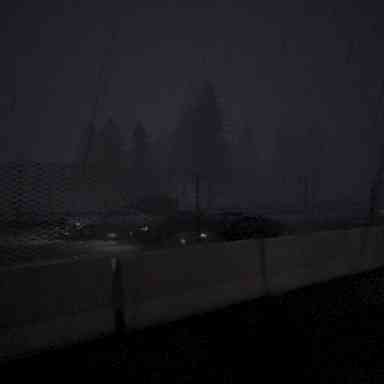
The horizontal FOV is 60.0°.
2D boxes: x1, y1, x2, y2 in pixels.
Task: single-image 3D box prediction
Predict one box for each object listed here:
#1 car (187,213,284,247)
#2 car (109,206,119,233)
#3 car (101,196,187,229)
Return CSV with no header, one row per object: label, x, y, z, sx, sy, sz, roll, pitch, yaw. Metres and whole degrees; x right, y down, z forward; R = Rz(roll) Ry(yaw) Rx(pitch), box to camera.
car,1.690,1.584,13.696,4.902,1.511,2.128,1,-1,-35
car,-4.358,1.593,18.010,4.674,1.442,1.812,1,0,-35
car,-3.232,1.317,23.067,5.566,2.045,2.150,1,0,-36
